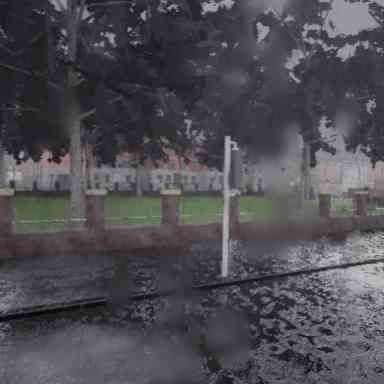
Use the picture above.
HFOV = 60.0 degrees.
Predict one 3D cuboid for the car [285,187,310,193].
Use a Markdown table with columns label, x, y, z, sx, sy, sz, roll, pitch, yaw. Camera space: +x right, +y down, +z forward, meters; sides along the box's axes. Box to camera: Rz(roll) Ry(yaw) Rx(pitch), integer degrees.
| label | x | y | z | sx | sy | sz | roll | pitch | yaw |
| --- | --- | --- | --- | --- | --- | --- | --- | --- | --- |
| car | 16.950 | -0.029 | 52.821 | 1.882 | 1.535 | 5.008 | 0 | 2 | -27 |
